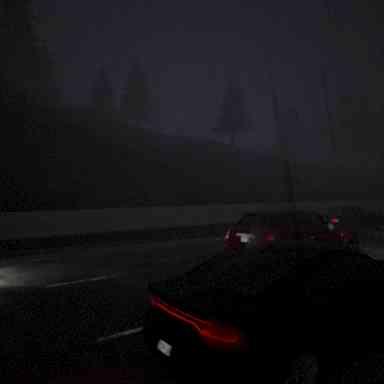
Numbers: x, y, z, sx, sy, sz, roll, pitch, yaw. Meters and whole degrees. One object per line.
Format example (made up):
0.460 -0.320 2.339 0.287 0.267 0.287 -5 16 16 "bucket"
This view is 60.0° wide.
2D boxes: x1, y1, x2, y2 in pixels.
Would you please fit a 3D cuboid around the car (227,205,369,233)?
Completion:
3.159 1.308 10.242 4.553 1.767 2.097 0 0 -36 "car"

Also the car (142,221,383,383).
1.719 1.456 4.925 5.008 1.535 1.882 0 0 -36 "car"

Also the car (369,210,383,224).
8.789 1.457 18.545 5.357 1.411 2.033 0 0 -35 "car"
